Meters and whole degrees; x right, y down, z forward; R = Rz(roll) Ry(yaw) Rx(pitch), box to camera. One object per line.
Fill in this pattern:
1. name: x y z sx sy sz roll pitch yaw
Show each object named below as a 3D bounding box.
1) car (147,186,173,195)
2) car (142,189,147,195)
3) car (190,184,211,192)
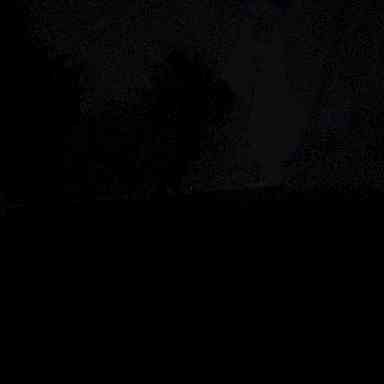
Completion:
1. car: -4.699 -0.262 54.410 1.812 1.442 4.674 0 2 35
2. car: -6.483 -0.247 57.257 1.895 1.301 4.718 0 3 35
3. car: 1.620 -0.783 63.973 2.033 1.411 5.357 0 3 32
